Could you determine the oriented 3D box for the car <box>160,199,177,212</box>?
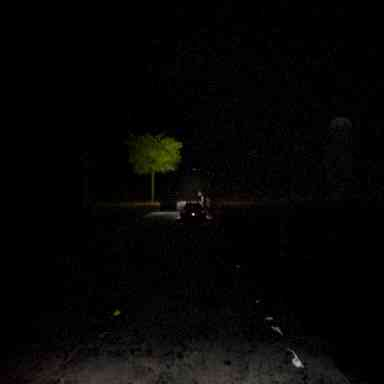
[{"bbox_3d":[-2.841,1.571,40.708,1.882,1.535,5.008,0,0,0],"label":"car"}]

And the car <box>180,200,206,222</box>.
[{"bbox_3d":[0.101,1.613,26.769,1.994,1.385,4.181,0,0,0],"label":"car"}]

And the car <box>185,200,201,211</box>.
[{"bbox_3d":[0.101,1.704,42.968,1.895,1.301,4.718,0,0,0],"label":"car"}]
